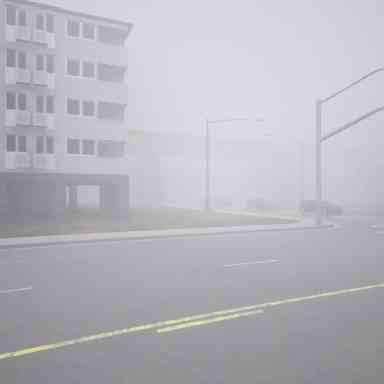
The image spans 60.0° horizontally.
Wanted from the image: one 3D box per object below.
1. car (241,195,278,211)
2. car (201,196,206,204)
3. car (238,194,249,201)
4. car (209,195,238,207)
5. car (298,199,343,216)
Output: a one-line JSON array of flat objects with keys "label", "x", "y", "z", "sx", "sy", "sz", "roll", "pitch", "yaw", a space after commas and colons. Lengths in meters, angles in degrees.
[{"label": "car", "x": 8.803, "y": 1.491, "z": 42.015, "sx": 2.128, "sy": 1.511, "sz": 4.902, "roll": 0, "pitch": 0, "yaw": -25}, {"label": "car", "x": 2.728, "y": 1.505, "z": 61.448, "sx": 1.837, "sy": 1.490, "sz": 4.892, "roll": 0, "pitch": 0, "yaw": 3}, {"label": "car", "x": 11.407, "y": 1.540, "z": 75.339, "sx": 2.033, "sy": 1.411, "sz": 5.357, "roll": 0, "pitch": 0, "yaw": 41}, {"label": "car", "x": 4.676, "y": 1.505, "z": 51.310, "sx": 1.837, "sy": 1.490, "sz": 4.892, "roll": 0, "pitch": 0, "yaw": -21}, {"label": "car", "x": 12.834, "y": 1.505, "z": 33.440, "sx": 1.837, "sy": 1.490, "sz": 4.892, "roll": 0, "pitch": 0, "yaw": -25}]
